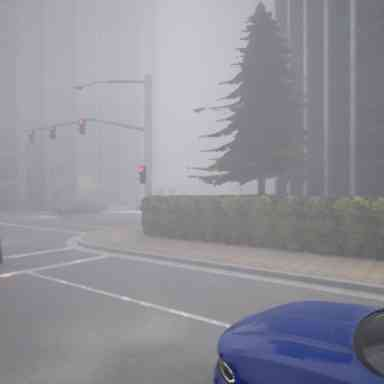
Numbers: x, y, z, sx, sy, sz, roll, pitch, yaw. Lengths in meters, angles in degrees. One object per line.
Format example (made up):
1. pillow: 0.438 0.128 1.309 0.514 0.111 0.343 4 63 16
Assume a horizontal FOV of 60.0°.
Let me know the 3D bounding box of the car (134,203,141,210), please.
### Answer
1. car: -5.214 1.570 41.067 1.994 1.385 4.181 0 0 36

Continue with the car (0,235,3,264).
1. car: -7.419 1.528 10.925 1.812 1.442 4.674 0 0 -36

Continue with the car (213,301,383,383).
1. car: 2.487 1.477 2.222 5.008 1.535 1.882 0 0 35

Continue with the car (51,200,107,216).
1. car: -11.060 1.554 33.068 2.033 1.411 5.357 0 0 36
